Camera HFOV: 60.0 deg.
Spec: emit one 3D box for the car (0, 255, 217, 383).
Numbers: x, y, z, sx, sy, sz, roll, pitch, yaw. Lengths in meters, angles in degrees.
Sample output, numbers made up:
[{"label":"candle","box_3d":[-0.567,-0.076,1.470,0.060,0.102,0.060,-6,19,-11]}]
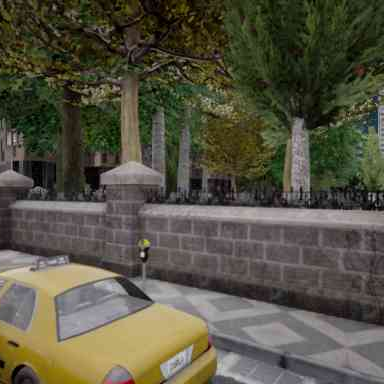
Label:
[{"label":"car","box_3d":[-2.014,1.525,4.395,4.829,1.417,1.752,0,0,35]}]
